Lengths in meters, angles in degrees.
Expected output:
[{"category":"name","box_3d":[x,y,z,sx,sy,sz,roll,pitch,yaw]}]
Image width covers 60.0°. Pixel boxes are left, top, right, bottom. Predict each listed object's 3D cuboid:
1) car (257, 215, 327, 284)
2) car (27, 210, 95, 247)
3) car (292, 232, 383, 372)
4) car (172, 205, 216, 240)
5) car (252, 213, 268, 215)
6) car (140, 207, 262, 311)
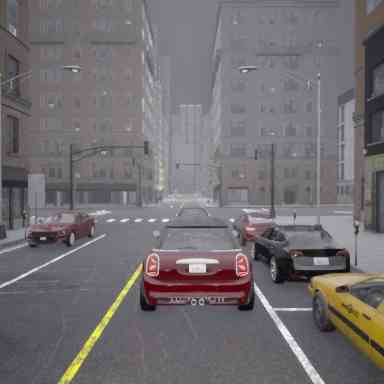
[{"category":"car","box_3d":[2.849,1.563,9.416,1.947,1.339,4.313,-1,0,0]},{"category":"car","box_3d":[-5.707,1.540,14.983,1.887,1.381,4.507,-1,0,0]},{"category":"car","box_3d":[2.859,1.524,4.000,1.752,1.417,4.829,-1,0,0]},{"category":"car","box_3d":[0.064,1.542,18.159,2.033,1.411,5.357,0,0,0]},{"category":"car","box_3d":[2.839,1.577,15.002,1.802,1.307,4.206,-1,0,0]},{"category":"car","box_3d":[0.086,1.350,7.920,2.097,1.767,4.553,0,0,0]}]
